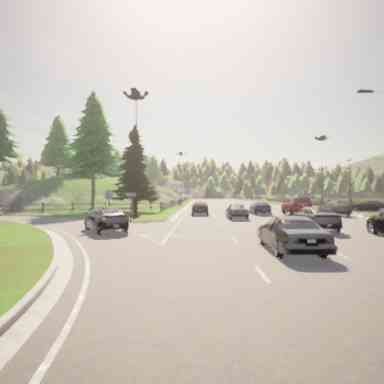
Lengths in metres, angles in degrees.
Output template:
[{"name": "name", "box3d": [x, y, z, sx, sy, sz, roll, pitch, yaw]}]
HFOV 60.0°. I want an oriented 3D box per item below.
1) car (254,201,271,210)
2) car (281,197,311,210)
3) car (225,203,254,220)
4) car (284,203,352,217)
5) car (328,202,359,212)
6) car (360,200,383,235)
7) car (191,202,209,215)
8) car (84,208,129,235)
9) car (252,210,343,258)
[{"name": "car", "box3d": [7.950, 1.829, 38.914, 1.882, 1.535, 5.008, 0, -1, 1]}, {"name": "car", "box3d": [11.398, 1.533, 36.409, 2.150, 2.045, 5.566, 0, -1, 1]}, {"name": "car", "box3d": [4.305, 1.846, 31.966, 2.033, 1.411, 5.357, 0, -1, 1]}, {"name": "car", "box3d": [7.571, 1.664, 20.606, 2.128, 1.511, 4.902, 0, -1, 1]}, {"name": "car", "box3d": [14.863, 1.768, 34.661, 2.128, 1.511, 4.902, 0, -1, 1]}, {"name": "car", "box3d": [11.000, 1.476, 17.171, 2.097, 1.767, 4.553, 0, -1, 1]}, {"name": "car", "box3d": [0.951, 1.860, 39.055, 1.882, 1.535, 5.008, 0, -1, 1]}, {"name": "car", "box3d": [-5.400, 1.720, 20.661, 2.128, 1.511, 4.902, 0, -1, -29]}, {"name": "car", "box3d": [3.917, 1.663, 13.248, 2.033, 1.411, 5.357, 0, -1, 1]}]
